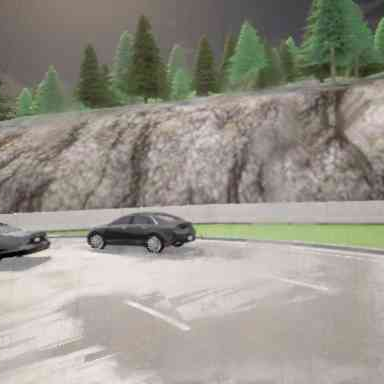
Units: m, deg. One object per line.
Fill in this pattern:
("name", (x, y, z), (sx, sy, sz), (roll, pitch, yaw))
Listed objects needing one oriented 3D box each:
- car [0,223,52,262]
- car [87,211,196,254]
("car", (-8.081, 1.871, 12.261), (5.357, 1.411, 2.033), (-2, 0, 6))
("car", (-2.190, 1.588, 13.739), (4.892, 1.490, 1.837), (-2, -1, 29))
